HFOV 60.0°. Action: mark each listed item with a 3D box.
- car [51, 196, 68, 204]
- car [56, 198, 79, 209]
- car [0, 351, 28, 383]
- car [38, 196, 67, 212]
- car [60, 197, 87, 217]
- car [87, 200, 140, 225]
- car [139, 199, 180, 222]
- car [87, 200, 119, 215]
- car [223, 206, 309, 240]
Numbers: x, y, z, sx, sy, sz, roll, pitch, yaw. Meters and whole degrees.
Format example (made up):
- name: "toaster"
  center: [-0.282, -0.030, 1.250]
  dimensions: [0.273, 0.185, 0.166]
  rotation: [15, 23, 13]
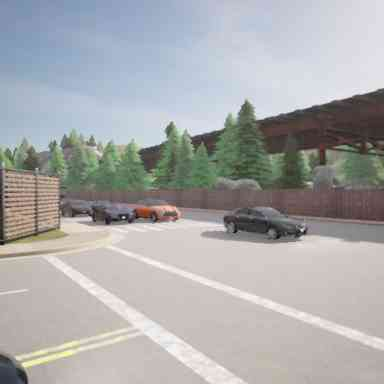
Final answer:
- name: "car"
  center: [-25.296, 1.474, 63.326]
  dimensions: [1.882, 1.535, 5.008]
  rotation: [0, 0, -36]
- name: "car"
  center: [-17.298, 1.561, 46.095]
  dimensions: [1.994, 1.385, 4.181]
  rotation: [0, 0, -36]
- name: "car"
  center: [-3.253, 1.526, 1.420]
  dimensions: [4.674, 1.442, 1.812]
  rotation: [0, 0, -36]
- name: "car"
  center: [-16.304, 1.350, 38.749]
  dimensions: [2.097, 1.767, 4.553]
  rotation: [0, 0, -36]
- name: "car"
  center: [-10.903, 1.503, 31.336]
  dimensions: [1.837, 1.490, 4.892]
  rotation: [0, 0, -36]
- name: "car"
  center: [-5.862, 1.562, 24.407]
  dimensions: [1.994, 1.385, 4.181]
  rotation: [0, 0, -36]
- name: "car"
  center: [-2.835, 1.351, 26.195]
  dimensions: [2.097, 1.767, 4.553]
  rotation: [0, 0, -36]
- name: "car"
  center: [-9.539, 1.561, 35.413]
  dimensions: [1.994, 1.385, 4.181]
  rotation: [0, 0, -36]
- name: "car"
  center: [3.626, 1.502, 17.149]
  dimensions: [1.837, 1.490, 4.892]
  rotation: [0, 0, -35]
